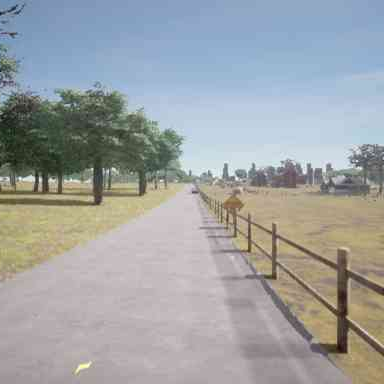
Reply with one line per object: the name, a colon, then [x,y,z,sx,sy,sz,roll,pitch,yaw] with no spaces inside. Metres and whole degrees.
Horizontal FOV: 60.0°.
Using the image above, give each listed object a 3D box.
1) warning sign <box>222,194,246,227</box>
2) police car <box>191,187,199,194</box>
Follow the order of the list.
warning sign: [2.453,1.062,19.662,1.300,1.860,1.060,0,0,0]
police car: [0.825,-0.104,94.745,1.930,1.638,5.238,0,2,0]
